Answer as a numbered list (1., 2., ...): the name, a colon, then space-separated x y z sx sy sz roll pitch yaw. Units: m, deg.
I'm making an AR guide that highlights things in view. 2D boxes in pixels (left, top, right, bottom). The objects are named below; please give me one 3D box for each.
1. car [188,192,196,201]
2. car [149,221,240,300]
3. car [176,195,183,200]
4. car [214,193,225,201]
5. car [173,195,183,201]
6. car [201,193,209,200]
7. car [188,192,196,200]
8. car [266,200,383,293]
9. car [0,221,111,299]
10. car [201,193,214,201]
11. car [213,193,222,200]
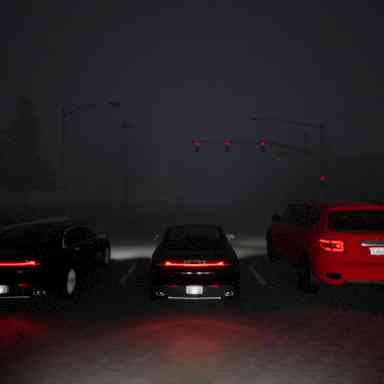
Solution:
1. car: 0.010 1.507 81.471 2.128 1.511 4.902 0 0 0
2. car: 0.063 1.504 8.367 1.837 1.490 4.892 0 0 0
3. car: -3.489 1.416 91.922 1.895 1.301 4.718 0 0 0
4. car: 7.010 1.482 81.470 1.837 1.490 4.892 0 0 0
5. car: -3.490 1.507 81.888 1.812 1.442 4.674 0 0 0
6. car: 3.511 1.176 91.861 2.097 1.767 4.553 0 0 0
7. car: 0.011 1.046 91.921 2.150 2.045 5.566 0 0 0
8. car: 3.567 1.220 9.015 2.150 2.045 5.566 0 0 0
9. car: -3.437 1.504 8.420 1.837 1.490 4.892 0 0 0
10. car: 3.510 1.338 81.857 2.097 1.767 4.553 0 0 0
11. car: 7.011 1.176 91.860 2.097 1.767 4.553 0 0 0
